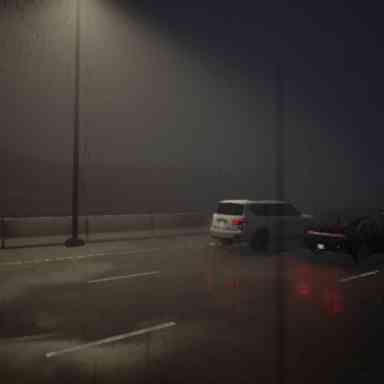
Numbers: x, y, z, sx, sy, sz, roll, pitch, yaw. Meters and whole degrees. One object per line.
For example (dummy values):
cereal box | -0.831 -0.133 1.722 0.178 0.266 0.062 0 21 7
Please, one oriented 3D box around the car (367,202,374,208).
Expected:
car | 29.836 2.245 51.667 4.902 1.511 2.128 1 -1 -39

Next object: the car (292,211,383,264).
car | 6.344 1.664 12.642 4.902 1.511 2.128 1 -1 -35

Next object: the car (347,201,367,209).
car | 27.947 2.281 54.608 4.674 1.442 1.812 1 -1 -39

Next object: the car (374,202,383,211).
car | 15.608 1.588 23.567 5.566 2.045 2.150 1 0 -35

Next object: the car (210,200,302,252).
car | 3.394 1.379 14.852 5.566 2.045 2.150 1 0 -35

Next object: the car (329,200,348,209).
car | 25.354 2.097 56.974 4.553 1.767 2.097 1 -1 -39
